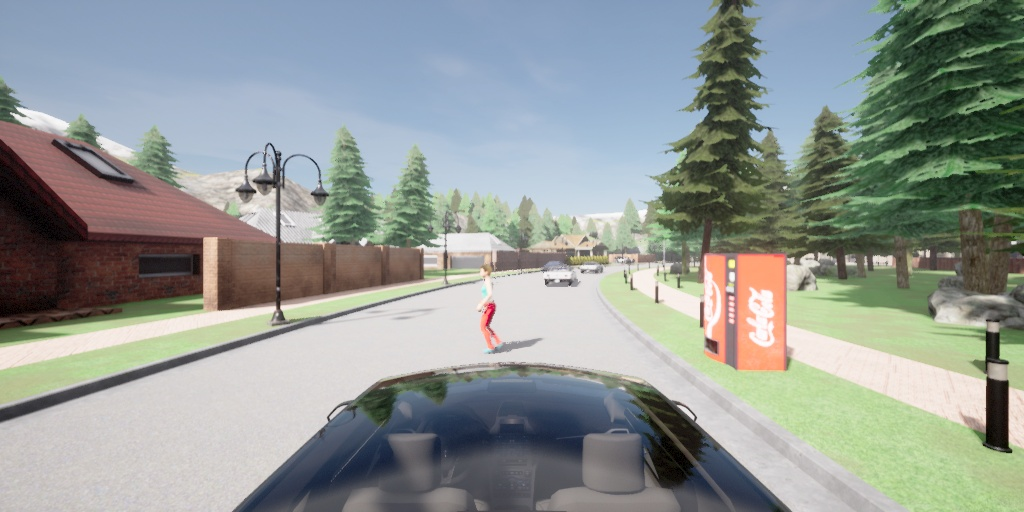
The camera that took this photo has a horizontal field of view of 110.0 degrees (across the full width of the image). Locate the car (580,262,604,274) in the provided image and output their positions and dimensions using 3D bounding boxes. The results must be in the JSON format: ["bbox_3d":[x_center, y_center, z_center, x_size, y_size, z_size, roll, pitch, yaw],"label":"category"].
[{"bbox_3d":[9.264,1.323,41.224,1.895,1.301,4.718,0,0,24],"label":"car"}]

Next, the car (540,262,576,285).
[{"bbox_3d":[3.544,1.334,25.658,1.895,1.301,4.718,0,0,15],"label":"car"}]

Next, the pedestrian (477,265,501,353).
[{"bbox_3d":[-0.483,1.040,7.347,0.375,1.860,0.375,0,0,4],"label":"pedestrian"}]

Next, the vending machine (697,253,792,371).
[{"bbox_3d":[4.029,0.942,6.293,1.100,2.100,0.880,0,0,4],"label":"vending machine"}]
